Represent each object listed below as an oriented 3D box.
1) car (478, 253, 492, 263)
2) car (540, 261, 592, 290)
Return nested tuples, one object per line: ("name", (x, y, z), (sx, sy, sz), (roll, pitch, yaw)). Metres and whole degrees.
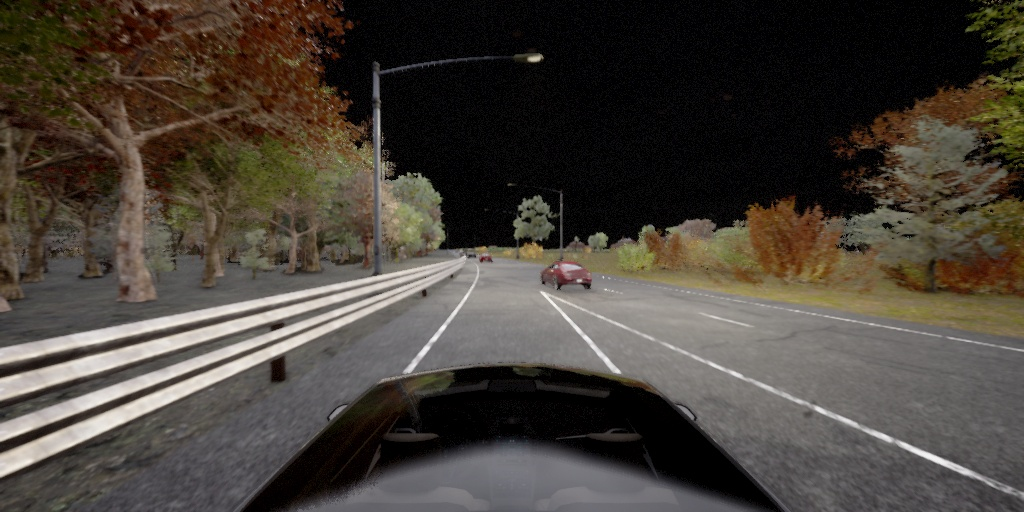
("car", (-4.440, 0.266, 59.240), (1.882, 1.535, 5.008), (0, 1, -10))
("car", (2.866, 0.998, 19.653), (1.812, 1.442, 4.674), (0, 1, -10))
